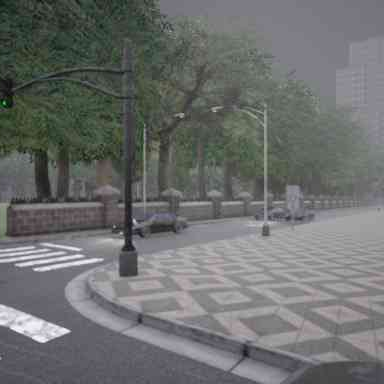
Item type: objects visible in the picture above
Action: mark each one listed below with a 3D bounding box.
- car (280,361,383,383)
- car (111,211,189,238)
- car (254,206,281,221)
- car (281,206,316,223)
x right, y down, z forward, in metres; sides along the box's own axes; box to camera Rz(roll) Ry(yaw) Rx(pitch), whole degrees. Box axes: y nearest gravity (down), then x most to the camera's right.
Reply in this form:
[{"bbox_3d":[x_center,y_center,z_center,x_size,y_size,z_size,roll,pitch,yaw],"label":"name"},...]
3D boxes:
[{"bbox_3d":[2.331,1.550,1.297,4.403,1.369,2.008,0,0,36],"label":"car"},{"bbox_3d":[-2.310,1.897,20.231,2.033,1.411,5.357,0,-1,35],"label":"car"},{"bbox_3d":[8.169,2.230,34.998,1.837,1.490,4.892,0,-1,35],"label":"car"},{"bbox_3d":[10.912,2.325,33.361,1.895,1.301,4.718,0,-1,35],"label":"car"}]
